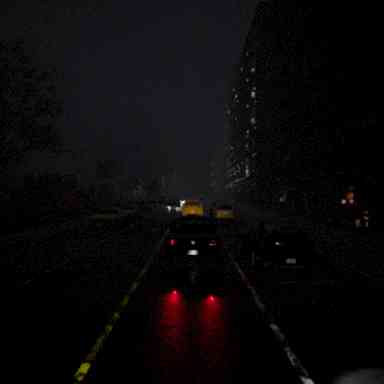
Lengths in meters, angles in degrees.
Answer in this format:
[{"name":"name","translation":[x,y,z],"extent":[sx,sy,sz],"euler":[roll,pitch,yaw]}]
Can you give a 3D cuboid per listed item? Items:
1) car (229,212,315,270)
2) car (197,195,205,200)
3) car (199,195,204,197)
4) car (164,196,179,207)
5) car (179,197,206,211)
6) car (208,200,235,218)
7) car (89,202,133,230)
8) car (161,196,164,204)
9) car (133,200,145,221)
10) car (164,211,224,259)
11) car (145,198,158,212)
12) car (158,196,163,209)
[{"name":"car","translation":[2.571,1.560,10.814],"extent":[2.008,1.369,4.403],"euler":[1,0,0]},{"name":"car","translation":[2.548,1.633,93.988],"extent":[2.008,1.369,4.403],"euler":[1,0,0]},{"name":"car","translation":[2.551,1.654,82.898],"extent":[1.802,1.307,4.206],"euler":[1,0,0]},{"name":"car","translation":[-2.833,1.592,52.700],"extent":[2.033,1.411,5.357],"euler":[0,0,0]},{"name":"car","translation":[0.068,1.504,30.867],"extent":[1.882,1.535,5.008],"euler":[0,0,0]},{"name":"car","translation":[2.567,1.549,27.619],"extent":[1.752,1.417,4.829],"euler":[1,0,0]},{"name":"car","translation":[-5.312,1.544,21.521],"extent":[1.752,1.417,4.829],"euler":[1,0,0]},{"name":"car","translation":[-5.321,1.492,60.444],"extent":[1.967,1.590,4.097],"euler":[1,0,0]},{"name":"car","translation":[-5.313,1.548,27.056],"extent":[1.752,1.417,4.829],"euler":[1,0,0]},{"name":"car","translation":[0.057,1.611,12.681],"extent":[1.895,1.301,4.718],"euler":[0,0,0]},{"name":"car","translation":[-5.317,1.615,38.299],"extent":[1.802,1.307,4.206],"euler":[1,0,0]},{"name":"car","translation":[-5.319,1.619,43.835],"extent":[1.802,1.307,4.206],"euler":[1,0,0]}]
